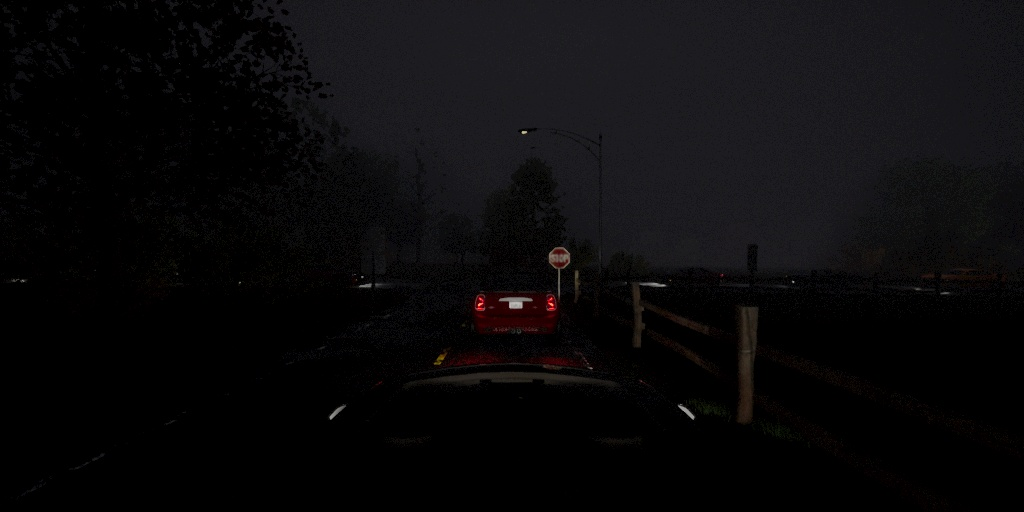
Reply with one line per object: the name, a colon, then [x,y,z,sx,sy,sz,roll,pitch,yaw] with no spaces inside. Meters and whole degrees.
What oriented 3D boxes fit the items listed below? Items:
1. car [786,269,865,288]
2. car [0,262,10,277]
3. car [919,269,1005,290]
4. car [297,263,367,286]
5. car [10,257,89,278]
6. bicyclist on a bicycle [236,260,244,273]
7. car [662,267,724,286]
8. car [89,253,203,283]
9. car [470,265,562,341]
car: [23.483,1.673,27.118,4.718,1.301,1.895,1,1,0]
car: [-36.111,0.640,23.921,4.553,1.767,2.097,1,1,0]
car: [33.948,1.700,27.120,5.008,1.535,1.882,1,1,0]
car: [-11.890,1.185,23.842,4.181,1.385,1.994,1,1,3]
car: [-33.676,0.777,26.878,4.892,1.490,1.837,1,1,0]
bicyclist on a bicycle: [-22.734,0.847,29.983,0.582,1.620,1.656,1,0,0]
car: [13.613,1.495,27.111,4.181,1.385,1.994,1,1,-1]
car: [-24.081,0.674,23.992,5.566,2.045,2.150,0,1,0]
car: [0.081,1.099,10.015,2.097,1.767,4.553,0,0,0]
